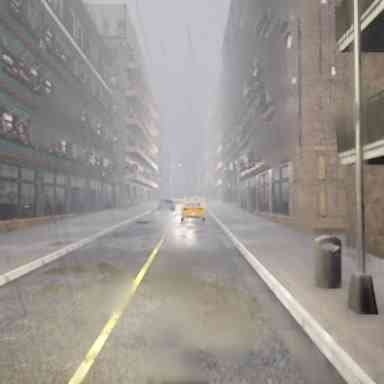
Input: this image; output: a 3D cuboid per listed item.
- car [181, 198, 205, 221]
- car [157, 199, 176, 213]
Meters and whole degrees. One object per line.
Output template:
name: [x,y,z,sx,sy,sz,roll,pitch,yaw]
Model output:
car: [0.083,1.482,27.541,1.882,1.535,5.008,0,0,0]
car: [-2.853,1.537,37.778,1.812,1.442,4.674,0,0,0]
